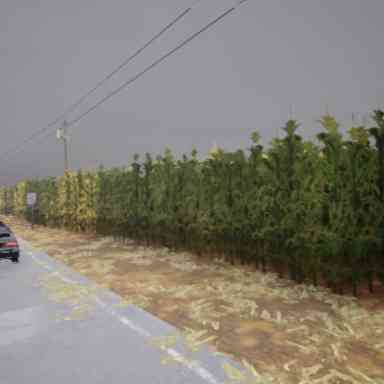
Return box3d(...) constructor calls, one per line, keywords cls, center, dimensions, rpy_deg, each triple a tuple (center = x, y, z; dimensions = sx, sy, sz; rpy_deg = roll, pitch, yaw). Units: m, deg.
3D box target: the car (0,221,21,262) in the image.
box3d(cls="car", center=(-7.715, 1.804, 12.437), dimensions=(2.033, 1.411, 5.357), rpy_deg=(-2, 0, -35))
